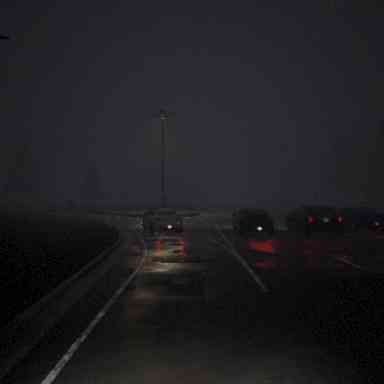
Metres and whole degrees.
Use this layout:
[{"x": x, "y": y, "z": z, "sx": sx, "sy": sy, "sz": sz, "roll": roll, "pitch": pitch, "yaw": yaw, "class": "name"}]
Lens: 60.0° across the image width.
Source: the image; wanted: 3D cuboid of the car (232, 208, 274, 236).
[{"x": 3.592, "y": 1.707, "z": 20.042, "sx": 1.837, "sy": 1.490, "sz": 4.892, "roll": 0, "pitch": -1, "yaw": 0, "class": "car"}]

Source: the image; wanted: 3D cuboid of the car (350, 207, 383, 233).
[{"x": 10.591, "y": 1.696, "z": 21.556, "sx": 1.882, "sy": 1.535, "sz": 5.008, "roll": 0, "pitch": -1, "yaw": 0, "class": "car"}]

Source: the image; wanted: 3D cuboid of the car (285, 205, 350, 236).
[{"x": 7.092, "y": 1.551, "z": 19.718, "sx": 2.097, "sy": 1.767, "sz": 4.553, "roll": 0, "pitch": -1, "yaw": 0, "class": "car"}]

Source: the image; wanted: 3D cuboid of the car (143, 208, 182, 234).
[{"x": -1.908, "y": 1.735, "z": 20.853, "sx": 1.812, "sy": 1.442, "sz": 4.674, "roll": 0, "pitch": -1, "yaw": -17, "class": "car"}]

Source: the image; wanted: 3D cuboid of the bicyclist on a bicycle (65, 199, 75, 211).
[{"x": -16.714, "y": 1.757, "z": 45.681, "sx": 0.582, "sy": 1.620, "sz": 1.656, "roll": 0, "pitch": 0, "yaw": 30, "class": "bicyclist on a bicycle"}]
